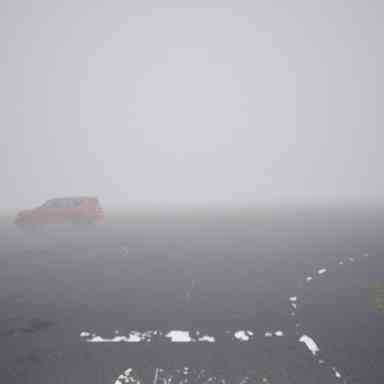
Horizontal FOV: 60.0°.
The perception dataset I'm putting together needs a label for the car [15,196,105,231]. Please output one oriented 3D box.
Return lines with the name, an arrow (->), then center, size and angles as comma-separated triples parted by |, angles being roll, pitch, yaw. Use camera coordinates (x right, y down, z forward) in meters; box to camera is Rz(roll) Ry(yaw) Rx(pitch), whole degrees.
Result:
car -> -8.619, 1.355, 22.004 | 5.566, 2.045, 2.150 | -2, 2, 0
